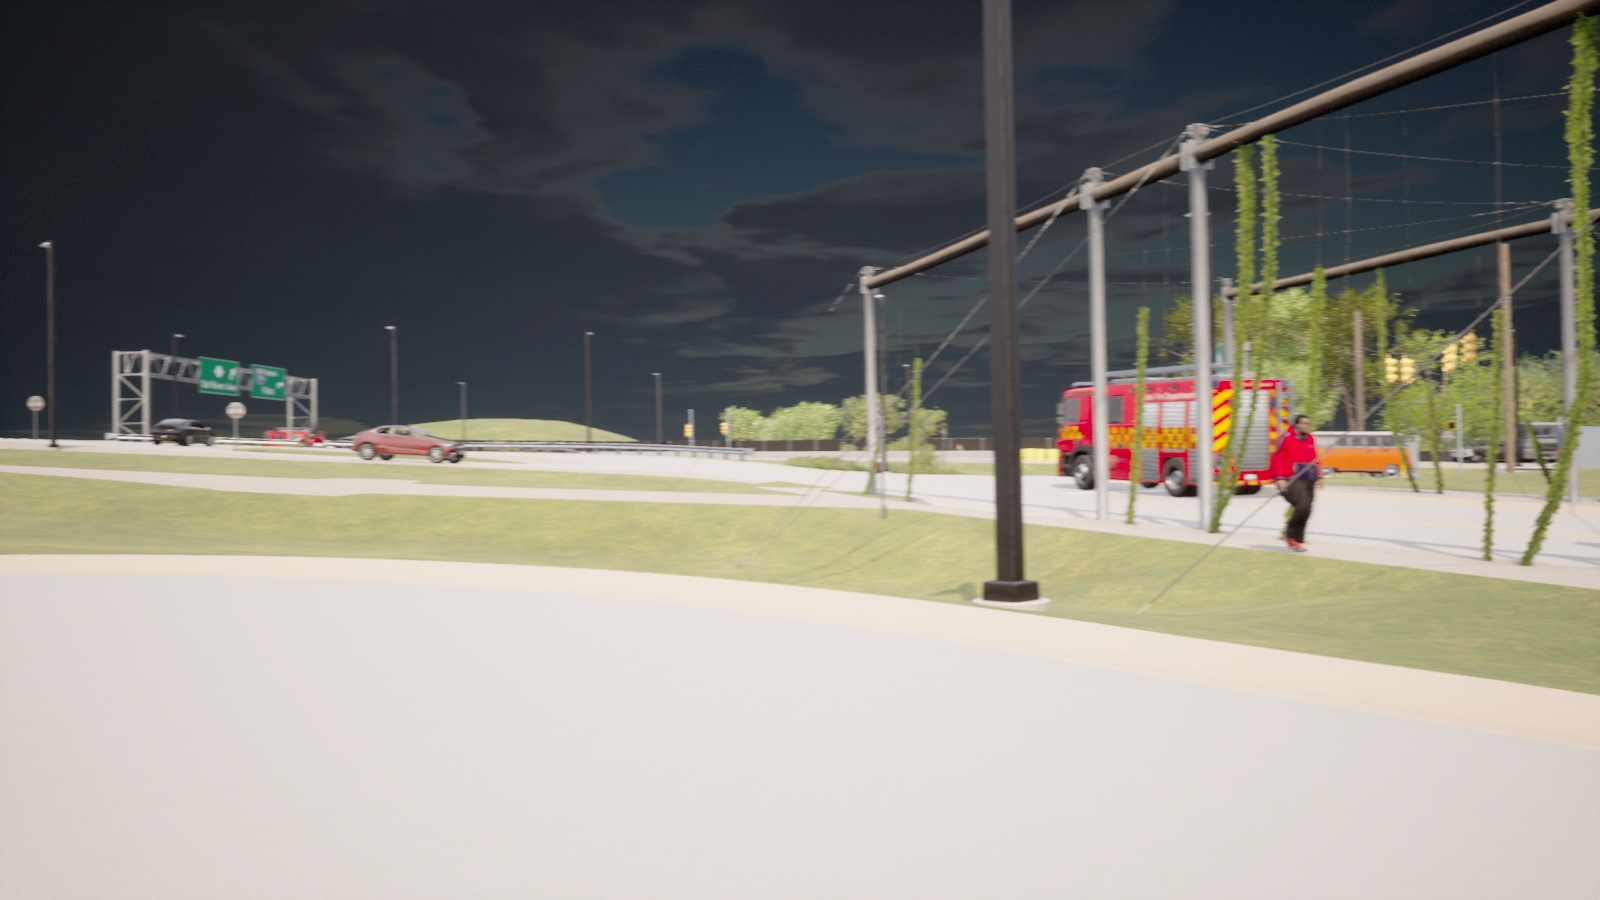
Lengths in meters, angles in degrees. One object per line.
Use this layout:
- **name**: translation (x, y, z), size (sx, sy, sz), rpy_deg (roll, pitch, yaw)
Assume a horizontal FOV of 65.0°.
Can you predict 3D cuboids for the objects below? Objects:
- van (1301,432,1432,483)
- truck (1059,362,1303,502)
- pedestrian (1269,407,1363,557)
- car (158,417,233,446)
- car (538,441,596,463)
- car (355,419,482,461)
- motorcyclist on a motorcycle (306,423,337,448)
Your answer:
- **van**: translation (22.684, 0.298, 50.413), size (4.442, 1.987, 1.775), rpy_deg (1, -1, 6)
- **truck**: translation (11.479, -0.563, 38.940), size (2.891, 3.827, 8.468), rpy_deg (-1, 1, -18)
- **pedestrian**: translation (6.560, 0.394, 15.987), size (0.634, 1.844, 0.899), rpy_deg (-1, -1, -17)
- **car**: translation (-33.758, -0.998, 70.270), size (1.837, 1.490, 4.892), rpy_deg (3, 0, -1)
- **car**: translation (-16.783, 0.137, 90.580), size (3.705, 1.549, 1.789), rpy_deg (0, -1, 7)
- **car**: translation (-17.309, -0.448, 57.086), size (5.027, 1.651, 2.152), rpy_deg (3, 0, 8)
- **motorcyclist on a motorcycle**: translation (-32.188, -0.965, 84.489), size (1.817, 1.590, 0.866), rpy_deg (2, 1, -29)
